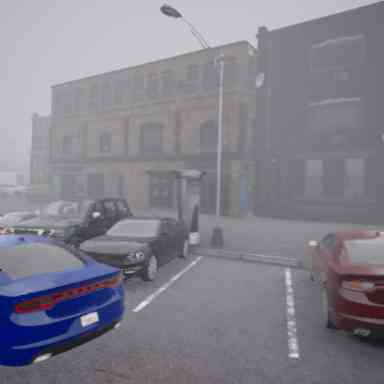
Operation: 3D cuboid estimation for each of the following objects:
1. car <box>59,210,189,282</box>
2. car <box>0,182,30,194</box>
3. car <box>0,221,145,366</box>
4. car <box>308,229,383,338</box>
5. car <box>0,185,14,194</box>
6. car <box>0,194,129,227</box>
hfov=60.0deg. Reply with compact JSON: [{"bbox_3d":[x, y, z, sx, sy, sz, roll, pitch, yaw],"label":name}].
[{"bbox_3d":[-1.475,1.474,10.094,2.097,1.535,5.008,1,-1,14],"label":"car"},{"bbox_3d":[-26.266,-0.406,48.319,5.566,2.045,2.435,1,6,6],"label":"car"},{"bbox_3d":[-3.340,1.473,5.670,5.008,1.535,1.882,0,0,35],"label":"car"},{"bbox_3d":[3.466,1.478,6.625,2.097,1.535,5.008,0,-1,15],"label":"car"},{"bbox_3d":[-27.626,0.173,45.654,4.674,1.452,2.002,1,6,6],"label":"car"},{"bbox_3d":[-3.971,1.220,11.773,2.435,2.045,5.566,1,-1,14],"label":"car"}]
